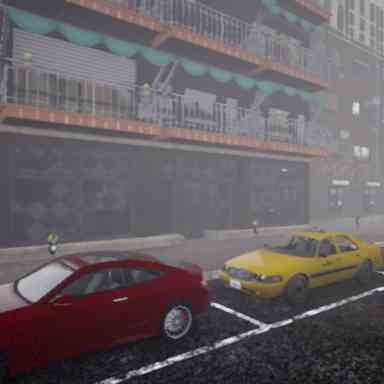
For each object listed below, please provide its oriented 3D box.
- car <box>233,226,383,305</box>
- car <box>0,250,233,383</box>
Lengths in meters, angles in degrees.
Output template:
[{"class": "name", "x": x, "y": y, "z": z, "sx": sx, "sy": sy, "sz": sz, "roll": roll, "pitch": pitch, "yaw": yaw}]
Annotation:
[{"class": "car", "x": 2.844, "y": 1.549, "z": 8.121, "sx": 4.829, "sy": 1.417, "sz": 1.752, "roll": 0, "pitch": 0, "yaw": -35}, {"class": "car", "x": -1.610, "y": 1.587, "z": 4.945, "sx": 4.206, "sy": 1.307, "sz": 1.802, "roll": 0, "pitch": 0, "yaw": -35}]
